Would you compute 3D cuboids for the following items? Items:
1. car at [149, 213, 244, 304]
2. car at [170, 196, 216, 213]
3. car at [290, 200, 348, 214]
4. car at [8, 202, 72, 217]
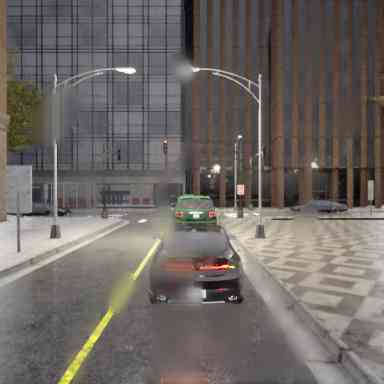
[{"bbox_3d":[0.083,1.503,8.135,1.837,1.490,4.892,0,0,0],"label":"car"},{"bbox_3d":[0.040,1.217,18.127,2.150,2.045,5.566,0,0,-3],"label":"car"},{"bbox_3d":[12.733,1.484,33.508,5.357,1.411,2.033,0,0,0],"label":"car"},{"bbox_3d":[-13.893,1.598,30.281,5.357,1.411,2.033,0,0,1],"label":"car"}]
